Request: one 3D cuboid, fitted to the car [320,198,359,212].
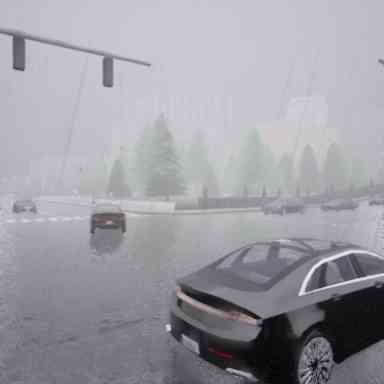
[{"bbox_3d":[16.607,1.427,37.241,5.357,1.411,2.033,-1,1,-35],"label":"car"}]

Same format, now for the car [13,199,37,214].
[{"bbox_3d":[-17.541,1.478,34.900,2.128,1.511,4.902,0,0,-33],"label":"car"}]

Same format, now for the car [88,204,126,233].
[{"bbox_3d":[-5.099,1.461,19.889,1.882,1.535,5.008,0,0,-17],"label":"car"}]

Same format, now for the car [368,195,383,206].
[{"bbox_3d":[24.553,1.059,42.864,4.181,1.385,1.994,-4,2,-35],"label":"car"}]

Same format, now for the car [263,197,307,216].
[{"bbox_3d":[8.938,1.292,31.832,4.553,1.767,2.097,0,0,-35],"label":"car"}]

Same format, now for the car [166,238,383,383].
[{"bbox_3d":[1.951,1.481,5.137,4.902,1.511,2.128,0,0,-36],"label":"car"}]
